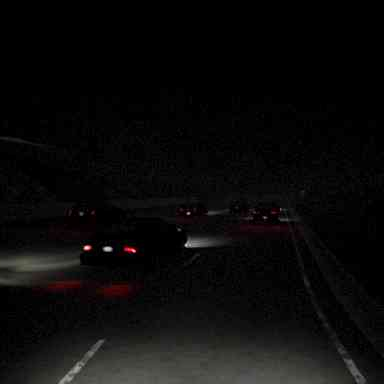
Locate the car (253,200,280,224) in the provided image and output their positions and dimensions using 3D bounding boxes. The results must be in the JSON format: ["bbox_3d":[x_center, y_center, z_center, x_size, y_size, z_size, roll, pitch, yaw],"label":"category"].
[{"bbox_3d":[5.677,1.608,25.475,1.812,1.442,4.674,0,0,15],"label":"car"}]

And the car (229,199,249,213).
[{"bbox_3d":[5.570,1.582,38.877,1.882,1.535,5.008,0,0,15],"label":"car"}]

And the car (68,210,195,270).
[{"bbox_3d":[-1.619,1.556,11.159,2.033,1.411,5.357,0,0,14],"label":"car"}]

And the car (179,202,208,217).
[{"bbox_3d":[0.244,1.658,32.383,1.895,1.301,4.718,0,0,15],"label":"car"}]

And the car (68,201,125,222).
[{"bbox_3d":[-6.096,1.348,21.933,2.097,1.767,4.553,0,0,14],"label":"car"}]
